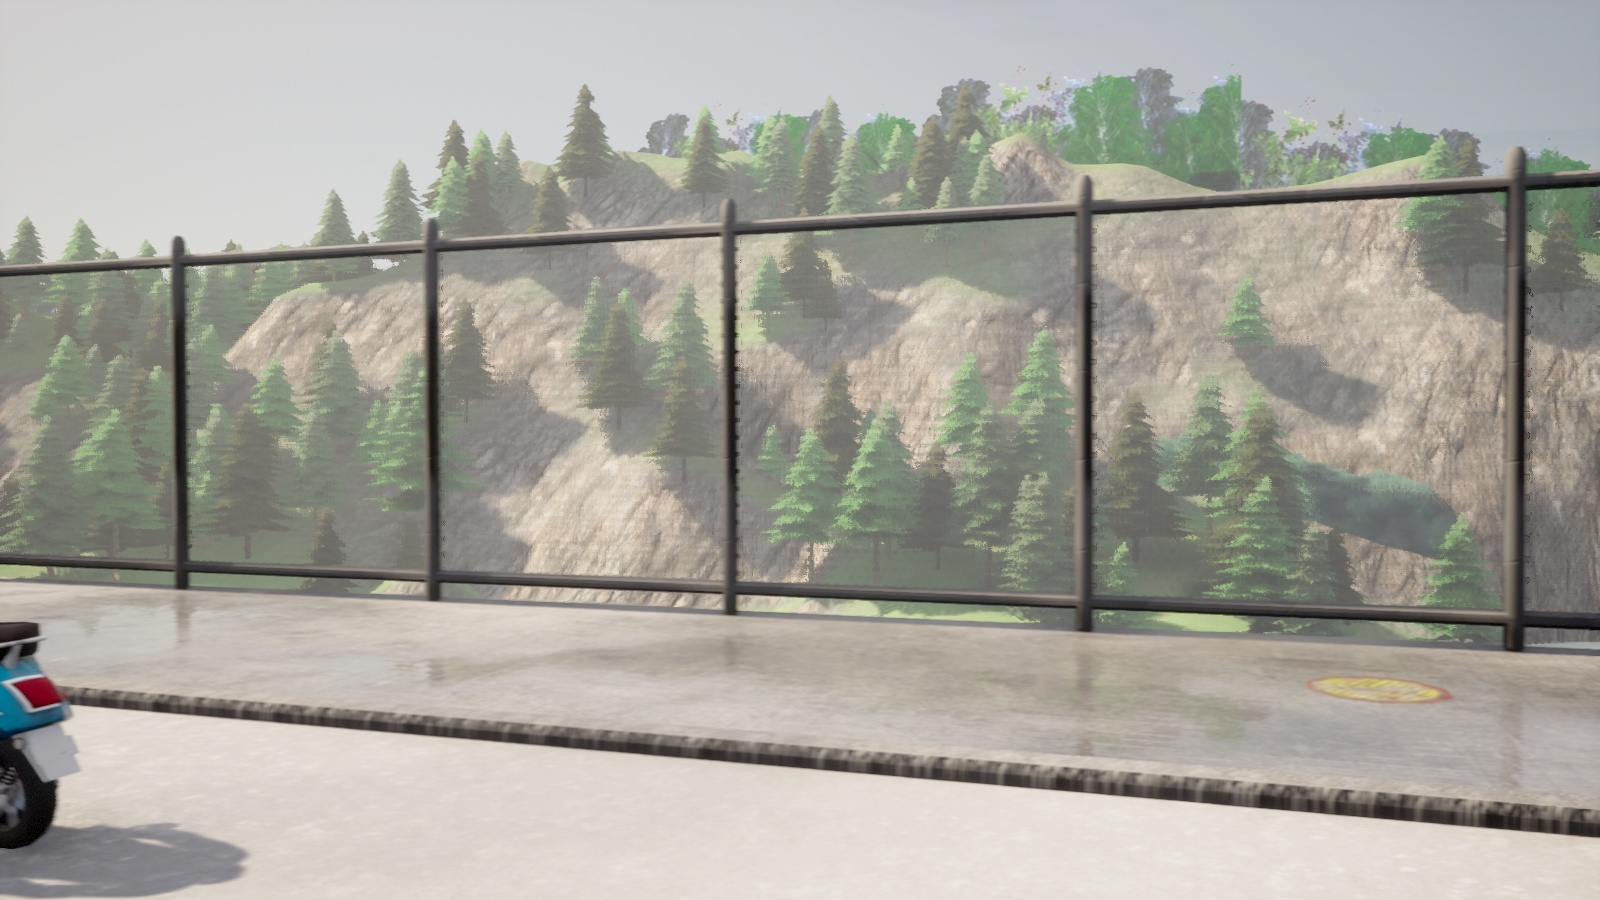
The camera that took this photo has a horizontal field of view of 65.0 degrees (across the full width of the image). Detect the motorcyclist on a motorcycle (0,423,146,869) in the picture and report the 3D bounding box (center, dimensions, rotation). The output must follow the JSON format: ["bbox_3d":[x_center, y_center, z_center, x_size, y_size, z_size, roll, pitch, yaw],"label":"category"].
[{"bbox_3d":[-3.639,0.687,4.944,1.817,1.590,0.866,1,1,19],"label":"motorcyclist on a motorcycle"}]
